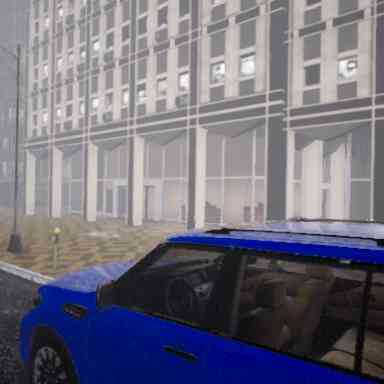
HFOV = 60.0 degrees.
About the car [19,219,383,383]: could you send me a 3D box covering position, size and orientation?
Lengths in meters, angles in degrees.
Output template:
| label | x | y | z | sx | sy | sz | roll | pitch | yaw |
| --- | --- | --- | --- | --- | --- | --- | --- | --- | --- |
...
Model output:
| label | x | y | z | sx | sy | sz | roll | pitch | yaw |
| --- | --- | --- | --- | --- | --- | --- | --- | --- | --- |
| car | 0.658 | 1.265 | 2.896 | 5.566 | 2.045 | 2.150 | 0 | -1 | 39 |
